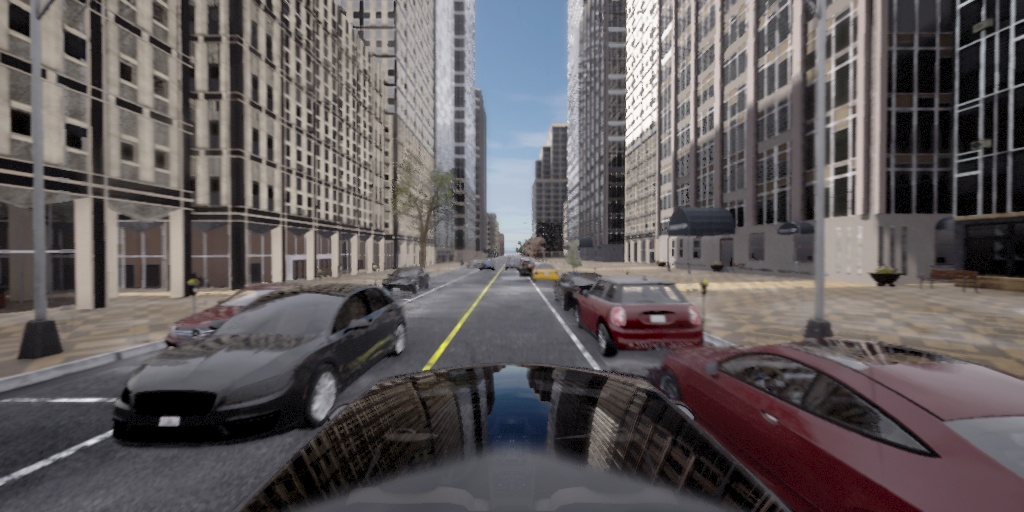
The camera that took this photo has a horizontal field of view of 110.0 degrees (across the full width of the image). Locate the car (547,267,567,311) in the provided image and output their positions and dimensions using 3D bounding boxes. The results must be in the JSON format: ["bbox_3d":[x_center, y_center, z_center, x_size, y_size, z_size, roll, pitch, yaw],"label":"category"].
[{"bbox_3d":[2.689,1.283,14.174,1.948,1.339,4.313,0,0,0],"label":"car"}]

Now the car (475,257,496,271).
[{"bbox_3d":[-3.064,1.177,45.418,2.033,1.411,5.357,0,0,0],"label":"car"}]

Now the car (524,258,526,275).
[{"bbox_3d":[2.692,1.164,42.558,1.751,1.417,4.829,0,0,0],"label":"car"}]

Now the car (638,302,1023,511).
[{"bbox_3d":[2.688,1.329,2.889,1.802,1.307,4.207,0,0,0],"label":"car"}]

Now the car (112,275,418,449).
[{"bbox_3d":[-3.098,1.244,5.672,1.837,1.490,4.892,0,0,0],"label":"car"}]

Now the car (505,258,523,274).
[{"bbox_3d":[0.012,1.172,47.115,2.033,1.411,5.357,0,0,0],"label":"car"}]

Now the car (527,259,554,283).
[{"bbox_3d":[2.351,1.139,26.910,1.801,1.575,5.366,0,0,0],"label":"car"}]

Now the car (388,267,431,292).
[{"bbox_3d":[-5.692,1.267,19.816,1.948,1.339,4.313,0,0,0],"label":"car"}]

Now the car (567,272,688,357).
[{"bbox_3d":[2.689,1.172,8.532,1.967,1.591,4.097,0,0,0],"label":"car"}]

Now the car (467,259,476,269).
[{"bbox_3d":[-5.689,1.156,53.664,2.007,1.370,4.403,0,0,0],"label":"car"}]
